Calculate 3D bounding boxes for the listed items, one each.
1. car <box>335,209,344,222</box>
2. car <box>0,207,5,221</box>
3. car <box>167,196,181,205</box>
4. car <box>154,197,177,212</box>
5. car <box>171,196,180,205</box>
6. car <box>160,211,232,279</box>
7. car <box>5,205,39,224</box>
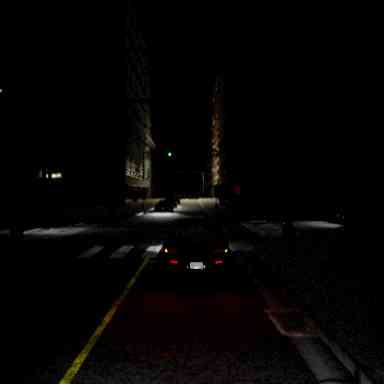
[{"bbox_3d":[12.468,1.378,22.923,4.892,1.490,1.837,-1,0,0],"label":"car"},{"bbox_3d":[-14.072,1.712,19.598,4.718,1.301,1.895,-1,0,-1],"label":"car"},{"bbox_3d":[-2.997,1.463,57.578,2.128,1.511,4.902,0,0,0],"label":"car"},{"bbox_3d":[-3.093,1.550,37.536,1.994,1.385,4.181,0,0,0],"label":"car"},{"bbox_3d":[-3.073,1.484,47.489,1.837,1.490,4.892,0,0,0],"label":"car"},{"bbox_3d":[0.102,1.524,9.950,1.812,1.442,4.674,0,0,0],"label":"car"},{"bbox_3d":[-14.392,1.689,25.522,4.829,1.417,1.752,-1,0,0],"label":"car"}]
